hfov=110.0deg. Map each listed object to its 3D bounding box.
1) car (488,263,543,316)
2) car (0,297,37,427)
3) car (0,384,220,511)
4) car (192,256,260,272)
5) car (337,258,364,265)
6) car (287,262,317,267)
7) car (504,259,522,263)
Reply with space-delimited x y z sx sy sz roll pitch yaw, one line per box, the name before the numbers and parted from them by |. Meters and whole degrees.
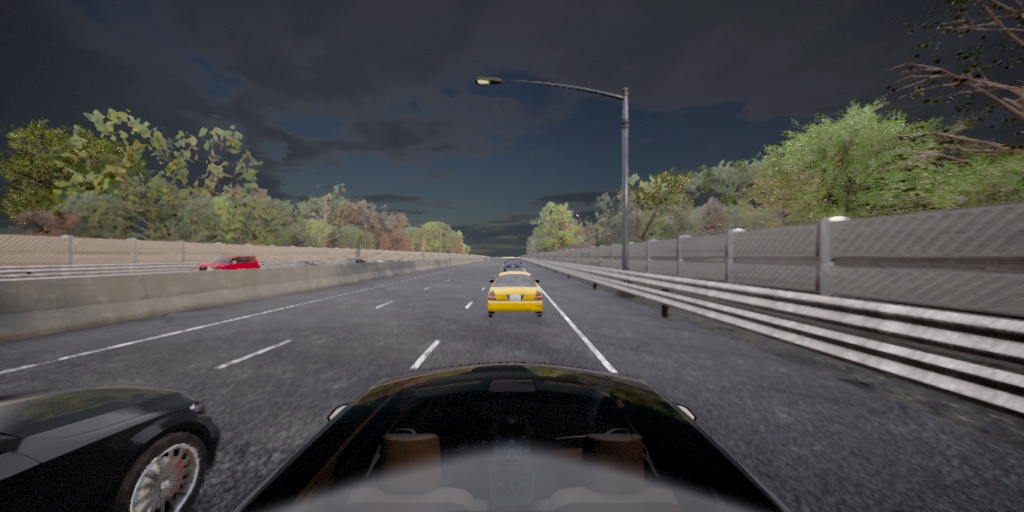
car | 0.100 1.210 13.256 1.801 1.575 5.366 0 0 0
car | -6.901 1.255 2.066 1.837 1.490 4.892 0 0 0
car | -3.388 1.275 1.051 1.812 1.442 4.674 0 0 0
car | -24.596 0.980 31.202 2.150 2.045 5.566 0 0 0
car | -17.585 1.113 39.091 2.097 1.767 4.553 0 0 0
car | -21.092 1.308 36.004 2.033 1.411 5.357 0 0 0
car | 0.101 1.115 41.883 2.097 1.767 4.553 0 0 0
